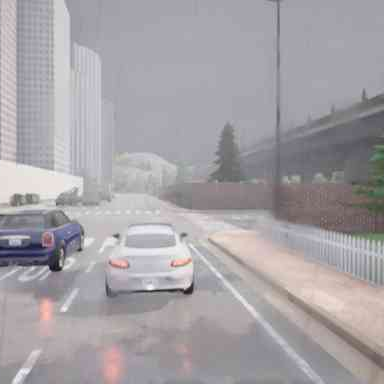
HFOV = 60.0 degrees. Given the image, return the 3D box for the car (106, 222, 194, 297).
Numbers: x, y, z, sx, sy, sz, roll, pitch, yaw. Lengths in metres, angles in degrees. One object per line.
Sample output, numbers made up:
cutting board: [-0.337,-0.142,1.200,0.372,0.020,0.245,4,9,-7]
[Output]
car: [-1.042,1.492,8.420,1.812,1.442,4.674,0,0,-7]

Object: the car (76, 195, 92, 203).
car: [-20.057,1.302,61.837,2.033,1.411,5.357,0,0,-8]

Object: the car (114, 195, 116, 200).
car: [-19.160,1.070,78.802,1.812,1.442,4.674,0,0,-9]

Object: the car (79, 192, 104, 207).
car: [-14.310,1.165,47.475,2.097,1.767,4.553,0,0,-9]

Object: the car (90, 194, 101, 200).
car: [-22.561,1.167,77.900,1.895,1.301,4.718,0,0,-9]

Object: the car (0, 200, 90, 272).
car: [-4.856,1.309,10.694,2.097,1.767,4.553,0,0,-8]

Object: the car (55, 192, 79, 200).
car: [-17.856,1.034,47.497,2.150,2.045,5.566,0,0,-9]

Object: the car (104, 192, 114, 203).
car: [-16.850,0.969,64.021,2.150,2.045,5.566,0,0,-9]
